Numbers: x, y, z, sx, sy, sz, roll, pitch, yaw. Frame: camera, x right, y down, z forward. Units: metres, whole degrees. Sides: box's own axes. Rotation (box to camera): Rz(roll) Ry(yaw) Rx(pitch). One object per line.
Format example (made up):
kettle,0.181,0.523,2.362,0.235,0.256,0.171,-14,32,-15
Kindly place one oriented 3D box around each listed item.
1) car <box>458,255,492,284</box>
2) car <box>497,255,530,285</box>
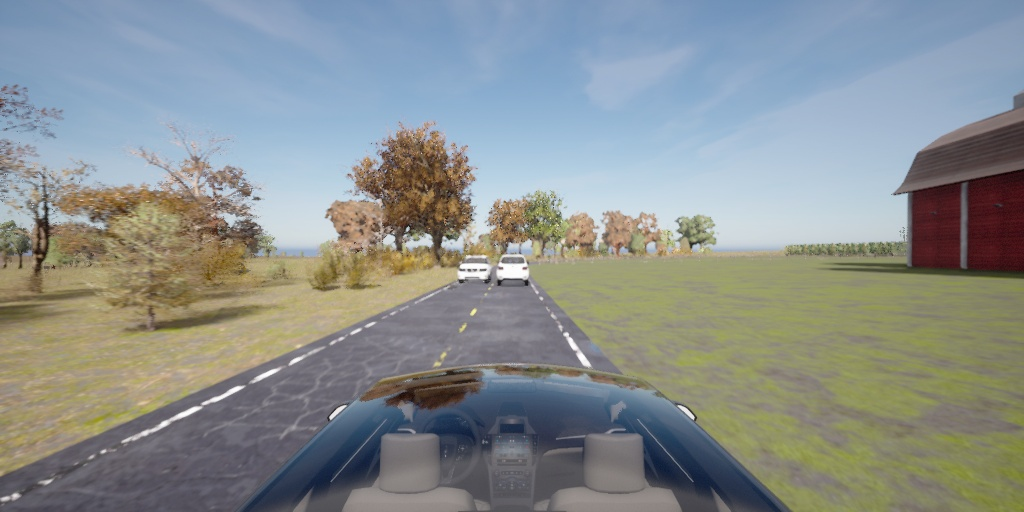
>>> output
car,-2.741,0.973,27.522,2.150,2.045,5.566,0,0,0
car,0.074,0.970,25.783,2.150,2.045,5.566,0,0,0
